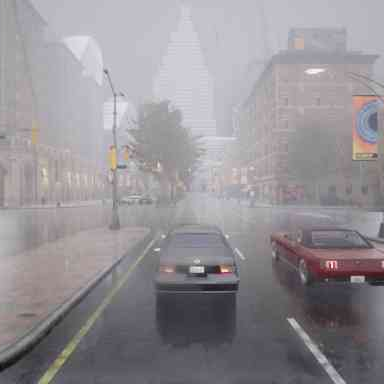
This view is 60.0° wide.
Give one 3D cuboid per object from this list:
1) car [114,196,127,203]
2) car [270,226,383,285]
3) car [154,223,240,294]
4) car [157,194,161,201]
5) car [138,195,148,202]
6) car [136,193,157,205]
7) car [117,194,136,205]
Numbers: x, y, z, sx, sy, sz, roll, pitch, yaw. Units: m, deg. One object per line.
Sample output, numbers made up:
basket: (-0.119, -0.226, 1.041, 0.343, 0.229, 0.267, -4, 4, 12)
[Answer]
car: (-14.822, 1.595, 69.185, 1.895, 1.301, 4.718, 0, 0, 0)
car: (3.591, 1.601, 9.421, 1.895, 1.301, 4.718, 0, 0, 0)
car: (0.092, 1.547, 8.938, 2.033, 1.411, 5.357, 0, 0, 0)
car: (-8.072, 1.526, 68.976, 1.812, 1.442, 4.674, 0, 0, 0)
car: (-11.583, 1.524, 79.198, 1.812, 1.442, 4.674, 0, 0, 0)
car: (-8.119, 1.491, 59.208, 2.128, 1.511, 4.902, 0, 0, 0)
car: (-11.618, 1.526, 58.918, 1.812, 1.442, 4.674, 0, 0, 0)
